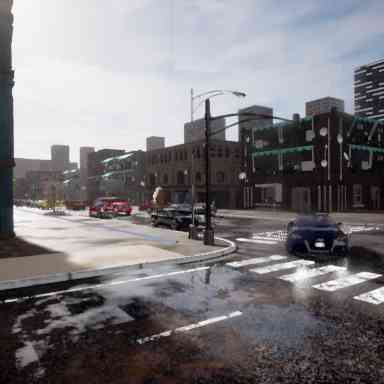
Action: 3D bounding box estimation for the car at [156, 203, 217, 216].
[{"bbox_3d":[-0.521,1.742,26.727,2.128,1.511,4.902,-1,0,-35],"label":"car"}]

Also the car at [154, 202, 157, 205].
[{"bbox_3d":[-2.398,1.904,39.369,1.802,1.307,4.206,-2,0,-35],"label":"car"}]

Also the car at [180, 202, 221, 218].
[{"bbox_3d":[0.803,1.810,34.854,2.008,1.369,4.403,-2,0,-35],"label":"car"}]

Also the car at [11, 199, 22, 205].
[{"bbox_3d":[-44.454,2.599,84.184,1.887,1.381,4.507,-1,0,-35],"label":"car"}]

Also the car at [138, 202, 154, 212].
[{"bbox_3d":[-5.599,1.966,43.884,1.802,1.307,4.206,-2,0,-35],"label":"car"}]

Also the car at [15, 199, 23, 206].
[{"bbox_3d":[-38.053,2.381,75.154,1.967,1.590,4.097,-1,0,-35],"label":"car"}]

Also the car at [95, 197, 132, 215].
[{"bbox_3d":[-8.936,1.639,38.604,2.150,2.045,5.566,-1,0,-35],"label":"car"}]

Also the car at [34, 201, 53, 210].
[{"bbox_3d":[-25.145,2.233,56.956,1.752,1.417,4.829,-1,0,-35],"label":"car"}]

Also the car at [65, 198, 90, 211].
[{"bbox_3d":[-18.006,2.067,51.538,1.882,1.535,5.008,-1,-1,-35],"label":"car"}]

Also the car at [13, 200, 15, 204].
[{"bbox_3d":[-41.252,2.548,79.670,2.008,1.369,4.403,-1,0,-35],"label":"car"}]

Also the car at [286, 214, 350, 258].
[{"bbox_3d":[4.761,1.568,12.915,1.994,1.385,4.181,0,0,15],"label":"car"}]

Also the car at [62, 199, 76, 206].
[{"bbox_3d":[-28.014,2.365,75.489,1.947,1.339,4.313,-1,0,-35],"label":"car"}]

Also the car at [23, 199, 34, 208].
[{"bbox_3d":[-31.647,2.377,66.125,2.008,1.369,4.403,-1,0,-35],"label":"car"}]

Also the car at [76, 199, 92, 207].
[{"bbox_3d":[-21.610,2.228,66.458,1.887,1.381,4.507,-1,0,-35],"label":"car"}]

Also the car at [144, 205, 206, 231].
[{"bbox_3d":[-1.305,1.815,23.130,1.947,1.339,4.313,-1,0,-35],"label":"car"}]

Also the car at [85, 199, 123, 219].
[{"bbox_3d":[-9.236,1.847,34.519,1.967,1.590,4.097,-1,0,-35],"label":"car"}]
